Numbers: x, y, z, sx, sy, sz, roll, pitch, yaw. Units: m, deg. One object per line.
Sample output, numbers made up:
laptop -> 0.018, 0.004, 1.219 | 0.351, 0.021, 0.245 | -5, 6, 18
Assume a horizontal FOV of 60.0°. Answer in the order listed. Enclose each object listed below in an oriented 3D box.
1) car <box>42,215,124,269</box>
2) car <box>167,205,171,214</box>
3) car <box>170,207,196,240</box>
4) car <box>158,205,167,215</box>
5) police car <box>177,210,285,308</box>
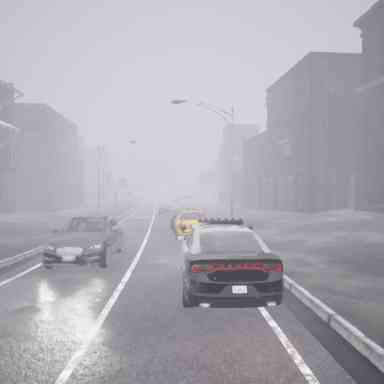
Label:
car -> -3.522, 1.583, 11.527 | 2.128, 1.511, 4.902 | 0, -1, -4
car -> -0.641, 1.858, 24.182 | 1.882, 1.535, 5.008 | 0, -2, -6
car -> -0.073, 1.671, 18.365 | 1.801, 1.575, 5.366 | 0, -1, -5
car -> -3.800, 2.454, 47.023 | 1.895, 1.301, 4.718 | 0, 0, -5
police car -> 0.676, 1.465, 8.189 | 1.930, 1.638, 5.238 | 0, -1, -3
